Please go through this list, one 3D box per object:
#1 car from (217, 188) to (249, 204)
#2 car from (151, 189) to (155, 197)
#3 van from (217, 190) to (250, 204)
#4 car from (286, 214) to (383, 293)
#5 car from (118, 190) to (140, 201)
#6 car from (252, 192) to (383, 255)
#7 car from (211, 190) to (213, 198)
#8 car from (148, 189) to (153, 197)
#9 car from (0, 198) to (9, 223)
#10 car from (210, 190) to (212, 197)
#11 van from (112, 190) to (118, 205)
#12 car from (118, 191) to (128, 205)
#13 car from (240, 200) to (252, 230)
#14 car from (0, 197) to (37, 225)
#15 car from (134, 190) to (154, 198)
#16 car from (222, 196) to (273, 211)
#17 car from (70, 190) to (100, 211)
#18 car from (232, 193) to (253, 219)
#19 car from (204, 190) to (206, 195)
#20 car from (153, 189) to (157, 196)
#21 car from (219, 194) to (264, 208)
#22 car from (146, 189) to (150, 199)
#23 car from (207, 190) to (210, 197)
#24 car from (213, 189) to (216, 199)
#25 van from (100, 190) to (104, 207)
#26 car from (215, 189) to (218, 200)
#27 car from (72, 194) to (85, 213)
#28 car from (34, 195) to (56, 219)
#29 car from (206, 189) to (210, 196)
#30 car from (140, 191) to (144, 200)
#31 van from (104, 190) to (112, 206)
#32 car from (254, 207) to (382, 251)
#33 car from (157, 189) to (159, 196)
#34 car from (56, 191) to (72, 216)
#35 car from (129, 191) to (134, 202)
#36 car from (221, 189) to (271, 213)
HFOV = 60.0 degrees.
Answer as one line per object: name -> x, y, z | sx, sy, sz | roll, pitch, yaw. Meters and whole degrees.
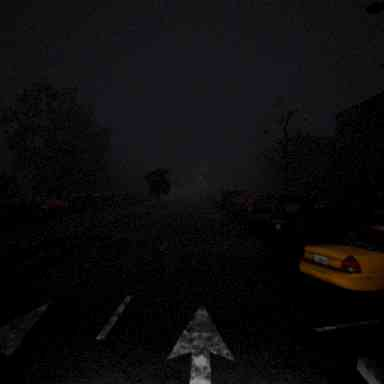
car -> 5.727, 0.934, 31.809 | 5.566, 2.045, 2.435 | 1, 1, -18
car -> -11.520, 0.693, 74.902 | 4.792, 1.488, 2.163 | -1, 0, -20
van -> 6.171, 0.751, 49.808 | 4.442, 1.987, 1.878 | 1, 1, -18
car -> 5.150, 1.435, 7.790 | 5.366, 1.575, 1.946 | 1, 0, -18
car -> -11.840, 0.647, 54.111 | 5.566, 2.045, 2.435 | -1, 1, -18
car -> 5.102, 1.165, 10.765 | 5.566, 2.045, 2.435 | 1, 0, -18
car -> 6.691, 0.872, 58.951 | 5.366, 1.575, 1.946 | 1, 0, -19
car -> -11.571, 0.727, 71.908 | 4.792, 1.488, 2.163 | -1, 1, -20
car -> -13.039, 1.311, 17.532 | 5.366, 1.575, 1.946 | -1, 1, -18
car -> 6.591, 0.838, 61.898 | 5.008, 1.535, 2.097 | 1, 1, -19
van -> -12.040, 0.805, 42.266 | 4.442, 1.987, 1.878 | -1, 0, -18
car -> -11.885, 0.993, 45.263 | 5.366, 1.575, 1.946 | -1, 0, -18
car -> 5.280, 1.358, 16.791 | 5.008, 1.535, 2.097 | 1, 1, -18
car -> -12.738, 1.302, 21.000 | 4.792, 1.488, 2.163 | -1, 0, -18
car -> -11.649, 0.472, 80.800 | 4.553, 1.767, 2.185 | -1, 0, -21
car -> 5.808, 1.180, 34.819 | 4.792, 1.488, 2.163 | 1, 1, -18
car -> -12.430, 0.883, 33.287 | 5.566, 2.045, 2.435 | -1, 1, -18
car -> 5.443, 1.163, 22.805 | 4.553, 1.767, 2.185 | 1, 0, -18
car -> 6.593, 0.335, 83.024 | 5.566, 2.045, 2.435 | 1, 1, -21
car -> -11.567, 0.630, 77.847 | 5.008, 1.535, 2.097 | -1, 1, -20
car -> 6.016, 1.081, 40.837 | 5.008, 1.535, 2.097 | 1, 1, -18
car -> -11.568, 0.764, 65.997 | 5.008, 1.535, 2.097 | -1, 1, -19
car -> 6.698, 0.694, 73.983 | 5.008, 1.535, 2.097 | 1, 0, -20
car -> 6.129, 0.796, 43.851 | 5.566, 2.045, 2.435 | 1, 0, -18
van -> -12.207, 0.873, 36.313 | 4.442, 1.987, 1.878 | -1, 0, -18
car -> 5.953, 0.865, 37.846 | 5.566, 2.045, 2.435 | 1, 0, -18
car -> -12.489, 1.207, 30.329 | 4.674, 1.452, 2.002 | -1, 0, -18
car -> -12.693, 1.110, 24.368 | 4.553, 1.767, 2.185 | -1, 0, -18
car -> 6.668, 0.623, 80.020 | 5.008, 1.535, 2.097 | 1, 1, -21
car -> -11.563, 0.859, 57.160 | 5.366, 1.575, 1.946 | -1, 0, -19
van -> -12.123, 0.839, 39.289 | 4.442, 1.987, 1.878 | -1, 0, -18
car -> 5.175, 1.430, 13.768 | 4.674, 1.452, 2.002 | 1, 1, -18
car -> -11.728, 0.404, 86.737 | 4.553, 1.767, 2.185 | -1, 1, -21
car -> -12.544, 1.075, 27.355 | 4.553, 1.767, 2.185 | -1, 1, -18
car -> -11.867, 0.960, 51.165 | 4.792, 1.488, 2.163 | -1, 0, -18
car -> 5.547, 1.003, 25.798 | 5.566, 2.045, 2.435 | 1, 1, -18
